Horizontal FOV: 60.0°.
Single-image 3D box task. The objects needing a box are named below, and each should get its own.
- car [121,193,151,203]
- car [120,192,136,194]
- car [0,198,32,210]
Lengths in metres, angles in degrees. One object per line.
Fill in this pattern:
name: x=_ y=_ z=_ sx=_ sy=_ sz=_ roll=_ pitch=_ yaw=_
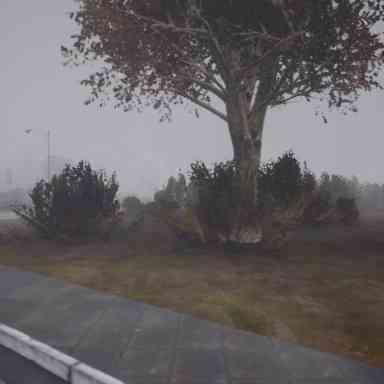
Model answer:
car: x=-8.902 y=1.347 z=54.814 sx=1.882 sy=1.535 sz=5.008 roll=0 pitch=0 yaw=33
car: x=-11.453 y=1.079 z=57.308 sx=2.150 sy=2.045 sz=5.566 roll=0 pitch=0 yaw=34
car: x=-20.623 y=1.421 z=36.857 sx=2.033 sy=1.411 sz=5.357 roll=0 pitch=0 yaw=33
